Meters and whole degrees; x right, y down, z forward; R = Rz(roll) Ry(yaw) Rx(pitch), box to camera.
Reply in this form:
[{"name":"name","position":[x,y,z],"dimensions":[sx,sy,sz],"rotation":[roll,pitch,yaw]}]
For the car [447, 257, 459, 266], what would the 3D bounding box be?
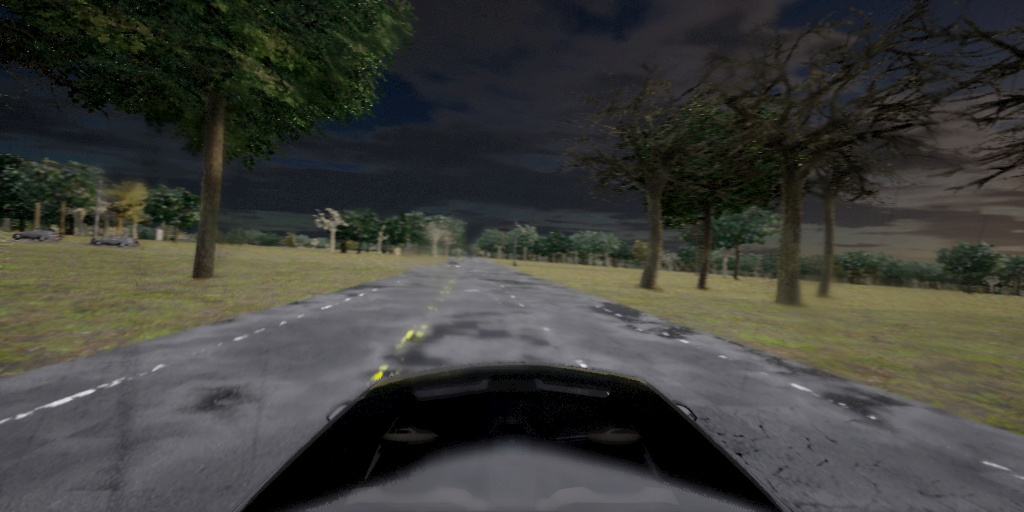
[{"name":"car","position":[-10.378,0.930,63.670],"dimensions":[1.837,1.490,4.892],"rotation":[3,0,-7]}]
